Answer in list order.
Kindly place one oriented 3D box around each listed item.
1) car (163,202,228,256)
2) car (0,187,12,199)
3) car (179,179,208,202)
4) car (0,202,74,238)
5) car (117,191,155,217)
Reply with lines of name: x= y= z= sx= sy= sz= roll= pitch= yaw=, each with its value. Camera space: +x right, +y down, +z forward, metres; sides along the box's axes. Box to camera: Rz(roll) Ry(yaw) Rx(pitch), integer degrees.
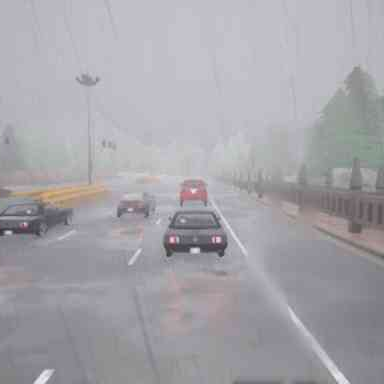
car: x=0.099 y=1.277 z=11.709 sx=1.895 sy=1.301 sz=4.718 roll=0 pitch=3 yaw=0
car: x=-17.517 y=0.167 z=28.458 sx=2.033 sy=1.411 sz=5.357 roll=0 pitch=4 yaw=1
car: x=0.141 y=-0.089 z=27.401 sx=2.150 sy=2.045 sz=5.566 roll=0 pitch=4 yaw=1
car: x=-6.900 y=1.109 z=14.723 sx=1.895 sy=1.301 sz=4.718 roll=0 pitch=4 yaw=0
car: x=-3.386 y=0.659 z=20.559 sx=1.812 sy=1.442 sz=4.674 roll=0 pitch=4 yaw=0
